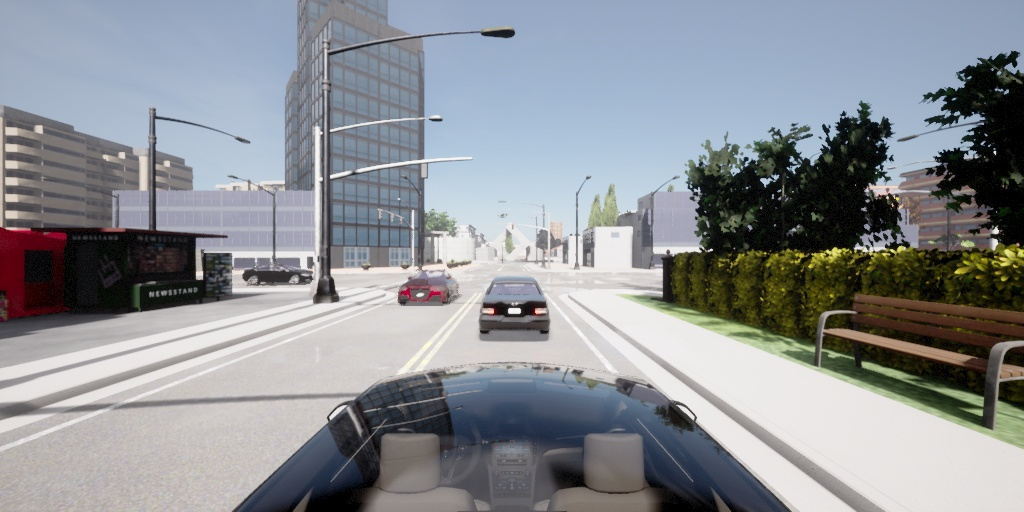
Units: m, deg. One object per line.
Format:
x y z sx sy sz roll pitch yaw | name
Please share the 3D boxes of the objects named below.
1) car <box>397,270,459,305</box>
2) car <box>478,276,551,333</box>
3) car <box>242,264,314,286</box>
-3.551 1.312 15.860 1.994 1.385 4.181 0 0 0 | car
0.067 1.297 10.673 2.033 1.411 5.357 0 0 0 | car
-16.771 1.347 26.079 4.902 1.511 2.128 0 0 0 | car
